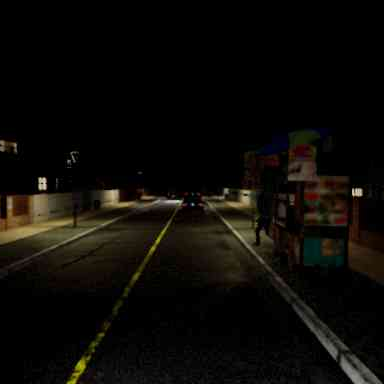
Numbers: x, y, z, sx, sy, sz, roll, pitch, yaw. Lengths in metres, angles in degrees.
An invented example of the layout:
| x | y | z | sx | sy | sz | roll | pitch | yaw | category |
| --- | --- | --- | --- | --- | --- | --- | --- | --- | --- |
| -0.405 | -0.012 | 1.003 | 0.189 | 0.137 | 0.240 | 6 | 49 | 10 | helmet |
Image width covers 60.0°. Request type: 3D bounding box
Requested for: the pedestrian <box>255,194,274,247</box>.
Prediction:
| x | y | z | sx | sy | sz | roll | pitch | yaw | category |
| --- | --- | --- | --- | --- | --- | --- | --- | --- | --- |
| 2.433 | 0.916 | 11.157 | 0.375 | 1.860 | 0.375 | -1 | 2 | -2 | pedestrian |

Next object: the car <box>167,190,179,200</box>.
| x | y | z | sx | sy | sz | roll | pitch | yaw | category |
| --- | --- | --- | --- | --- | --- | --- | --- | --- | --- |
| -2.831 | 0.451 | 52.440 | 2.128 | 1.511 | 4.902 | 0 | 1 | 0 | car |

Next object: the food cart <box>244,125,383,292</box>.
| x | y | z | sx | sy | sz | roll | pitch | yaw | category |
| --- | --- | --- | --- | --- | --- | --- | --- | --- | --- |
| 3.047 | 0.274 | 9.481 | 2.280 | 3.560 | 4.660 | 1 | 2 | 0 | food cart |

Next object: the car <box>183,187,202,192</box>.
| x | y | z | sx | sy | sz | roll | pitch | yaw | category |
| --- | --- | --- | --- | --- | --- | --- | --- | --- | --- |
| 0.071 | 0.362 | 43.288 | 2.150 | 2.045 | 5.566 | 0 | 1 | 0 | car |

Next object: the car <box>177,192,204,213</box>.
| x | y | z | sx | sy | sz | roll | pitch | yaw | category |
| --- | --- | --- | --- | --- | --- | --- | --- | --- | --- |
| 0.077 | 0.982 | 28.338 | 2.033 | 1.411 | 5.357 | 0 | 1 | 0 | car |
